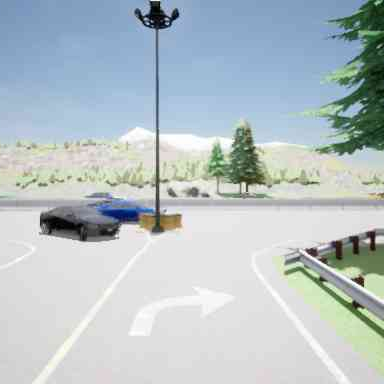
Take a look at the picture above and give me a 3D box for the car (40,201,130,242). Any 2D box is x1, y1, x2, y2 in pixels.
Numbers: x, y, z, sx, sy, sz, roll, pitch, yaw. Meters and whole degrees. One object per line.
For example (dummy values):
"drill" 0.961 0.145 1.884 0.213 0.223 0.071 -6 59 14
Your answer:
"car" -5.601 1.412 16.491 5.008 1.535 1.882 1 0 39

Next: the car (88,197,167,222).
"car" -4.178 1.314 22.244 5.008 1.535 1.882 0 1 0

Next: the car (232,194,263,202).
"car" 8.259 0.946 50.459 4.718 1.301 1.895 0 1 0

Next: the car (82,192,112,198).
"car" -14.343 0.747 50.412 4.553 1.767 2.097 0 1 0

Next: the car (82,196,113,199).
"car" -5.702 1.287 25.740 4.892 1.490 1.837 0 1 0

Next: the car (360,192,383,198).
"car" 28.185 0.778 50.473 5.008 1.535 1.882 0 1 0
